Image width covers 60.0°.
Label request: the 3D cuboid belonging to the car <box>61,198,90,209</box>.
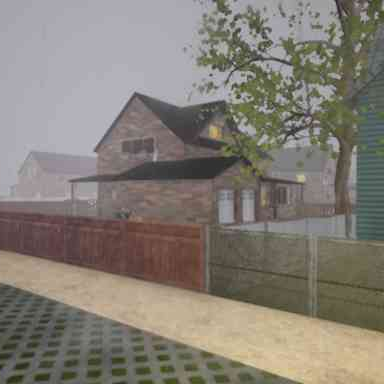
[{"bbox_3d":[-13.644,1.498,36.765,1.837,1.490,4.892,1,0,35],"label":"car"}]
